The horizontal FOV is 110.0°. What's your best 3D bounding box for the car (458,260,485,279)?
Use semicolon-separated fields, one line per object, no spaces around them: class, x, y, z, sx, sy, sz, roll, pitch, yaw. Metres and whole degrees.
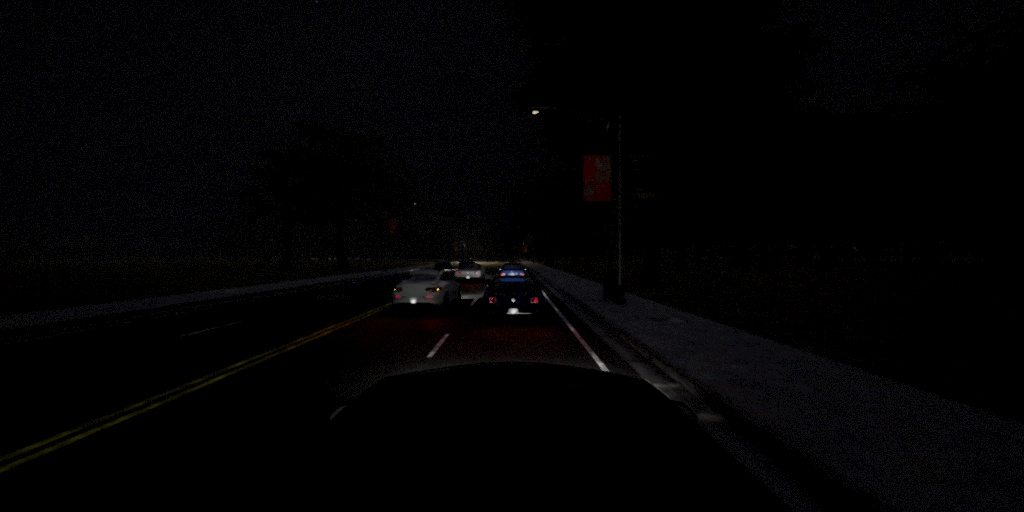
car;-3.174;1.256;28.249;1.895;1.301;4.718;0;0;1

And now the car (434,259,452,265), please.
car;-9.809;1.103;51.297;1.812;1.442;4.674;0;0;0

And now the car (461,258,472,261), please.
car;-6.560;1.080;51.402;1.837;1.490;4.892;0;1;0

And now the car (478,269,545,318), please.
car;0.064;1.311;12.674;1.895;1.301;4.718;0;0;0

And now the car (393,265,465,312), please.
car;-3.175;1.233;13.955;1.812;1.442;4.674;0;0;1

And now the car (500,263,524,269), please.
car;0.056;1.211;25.876;2.033;1.411;5.357;0;0;1
